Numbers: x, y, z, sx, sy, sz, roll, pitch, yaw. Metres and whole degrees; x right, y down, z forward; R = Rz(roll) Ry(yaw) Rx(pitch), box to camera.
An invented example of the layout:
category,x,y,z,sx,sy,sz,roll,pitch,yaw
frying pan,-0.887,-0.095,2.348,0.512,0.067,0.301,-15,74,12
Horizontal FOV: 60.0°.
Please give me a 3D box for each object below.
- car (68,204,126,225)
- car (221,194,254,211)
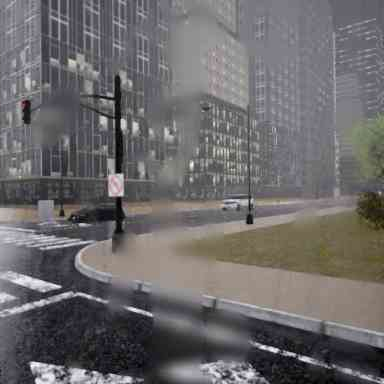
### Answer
category,x,y,z,sx,sy,sz,roll,pitch,yaw
car,-6.965,1.611,24.591,1.994,1.385,4.181,-1,0,37
car,5.753,1.295,41.459,2.150,2.045,5.566,-1,-1,37
